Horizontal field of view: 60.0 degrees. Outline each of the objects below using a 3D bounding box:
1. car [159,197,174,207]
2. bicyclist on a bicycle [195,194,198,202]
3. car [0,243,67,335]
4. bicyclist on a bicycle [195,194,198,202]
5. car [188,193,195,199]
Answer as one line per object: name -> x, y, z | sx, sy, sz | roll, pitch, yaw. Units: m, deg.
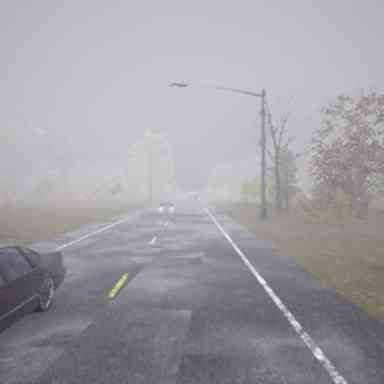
car -> -3.590, 1.395, 47.306 | 1.812, 1.442, 4.674 | 0, 0, 0
bicyclist on a bicycle -> 0.939, 1.241, 70.801 | 0.582, 1.620, 1.656 | 0, 0, 0
car -> -3.601, 1.536, 4.892 | 2.033, 1.411, 5.357 | 0, 0, 0
bicyclist on a bicycle -> 0.940, 1.257, 62.082 | 0.866, 1.612, 1.509 | 0, 0, 0
car -> -0.030, 1.114, 88.675 | 1.812, 1.442, 4.674 | 0, 0, 0
